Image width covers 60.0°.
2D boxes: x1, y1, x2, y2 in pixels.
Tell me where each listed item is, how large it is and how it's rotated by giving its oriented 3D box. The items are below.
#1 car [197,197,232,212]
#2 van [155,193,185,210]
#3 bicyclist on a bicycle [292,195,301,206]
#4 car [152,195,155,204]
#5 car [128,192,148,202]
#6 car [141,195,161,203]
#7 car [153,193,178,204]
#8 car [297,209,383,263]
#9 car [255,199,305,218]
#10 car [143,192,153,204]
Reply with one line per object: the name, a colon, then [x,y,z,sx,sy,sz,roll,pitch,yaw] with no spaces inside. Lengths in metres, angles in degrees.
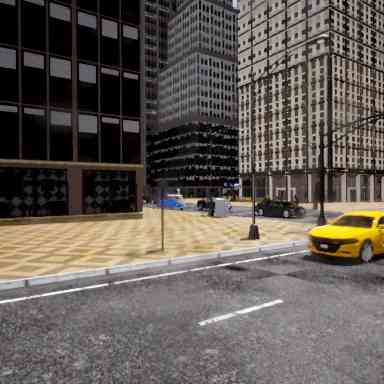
car: [2.432,1.362,37.042,2.128,1.511,4.902,-1,1,-34]
van: [-2.376,1.210,39.539,1.690,1.788,3.998,0,0,-34]
bicyclist on a bicycle: [12.012,1.118,38.461,1.656,1.620,0.582,-1,1,-34]
car: [-3.219,1.348,45.420,1.812,1.442,4.674,-1,1,-34]
car: [-10.940,0.981,67.179,2.192,1.841,5.009,0,0,-34]
car: [-7.838,1.238,62.590,1.887,1.381,4.507,0,0,-34]
car: [-4.737,1.035,57.999,2.192,1.841,5.009,0,0,-34]
car: [6.286,1.472,12.151,5.008,1.535,1.882,0,0,-35]
car: [7.706,1.419,29.234,1.837,1.490,4.892,-1,1,-34]
car: [-6.413,1.251,55.760,1.837,1.490,4.892,-1,1,-34]
